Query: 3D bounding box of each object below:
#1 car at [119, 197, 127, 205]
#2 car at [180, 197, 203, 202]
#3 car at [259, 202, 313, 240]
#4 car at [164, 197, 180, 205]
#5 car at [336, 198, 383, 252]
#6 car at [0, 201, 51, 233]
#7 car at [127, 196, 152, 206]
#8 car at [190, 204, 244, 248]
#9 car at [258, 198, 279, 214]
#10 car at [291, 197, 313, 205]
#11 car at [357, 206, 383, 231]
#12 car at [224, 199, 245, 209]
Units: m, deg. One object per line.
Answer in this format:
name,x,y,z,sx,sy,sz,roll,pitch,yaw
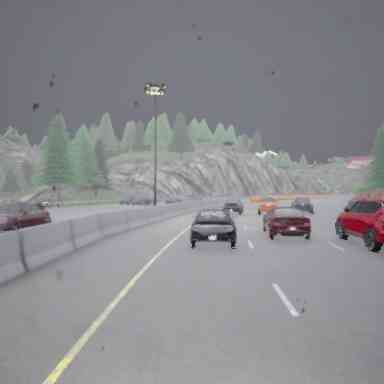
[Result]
car,-10.847,1.503,57.720,1.837,1.490,4.892,0,0,20
car,0.349,1.573,57.821,2.033,1.411,5.357,0,0,21
car,4.816,1.497,17.396,1.882,1.535,5.008,0,0,7
car,-3.286,1.581,58.043,1.994,1.385,4.181,0,0,21
car,7.919,1.246,13.968,2.150,2.045,5.566,0,0,6
car,-9.436,1.338,17.567,2.097,1.767,4.553,0,0,7
car,-8.268,1.509,54.489,1.837,1.490,4.892,0,0,19
car,1.002,1.500,14.833,2.128,1.511,4.902,0,0,6
car,8.249,1.387,35.708,2.097,1.767,4.553,0,0,14
car,12.168,1.397,36.928,2.097,1.767,4.553,0,0,14
car,12.401,1.639,21.303,1.895,1.301,4.718,0,0,9
car,4.412,1.531,34.799,1.837,1.490,4.892,0,0,13
